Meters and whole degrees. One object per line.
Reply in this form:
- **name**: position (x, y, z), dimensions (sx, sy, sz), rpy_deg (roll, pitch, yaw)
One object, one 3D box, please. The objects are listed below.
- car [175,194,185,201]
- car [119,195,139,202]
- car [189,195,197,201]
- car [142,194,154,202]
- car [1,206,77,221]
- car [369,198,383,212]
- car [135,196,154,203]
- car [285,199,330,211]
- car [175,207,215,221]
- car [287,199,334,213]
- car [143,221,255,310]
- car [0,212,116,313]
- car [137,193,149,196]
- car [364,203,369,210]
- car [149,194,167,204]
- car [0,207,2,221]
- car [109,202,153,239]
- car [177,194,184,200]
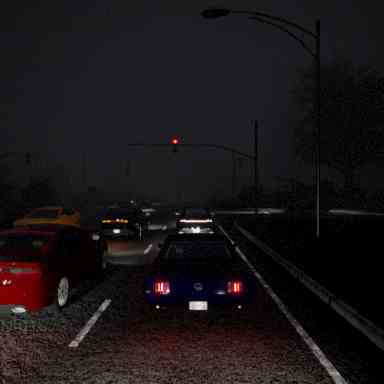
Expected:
- **car**: position (-3.275, 1.532, 84.626), dimensions (2.033, 1.411, 5.357), rpy_deg (0, 0, 0)
- **car**: position (-10.452, 1.547, 53.376), dimensions (2.033, 1.411, 5.357), rpy_deg (0, 0, 0)
- **car**: position (0.225, 1.500, 84.631), dimensions (1.837, 1.490, 4.892), rpy_deg (0, 0, 0)
- **car**: position (-10.296, 1.355, 78.252), dimensions (2.097, 1.767, 4.553), rpy_deg (0, 0, 0)
- **car**: position (-7.058, 1.477, 16.651), dimensions (1.882, 1.535, 5.008), rpy_deg (0, 0, 0)
- **car**: position (22.235, 1.470, 35.629), dimensions (5.008, 1.535, 1.882), rpy_deg (0, 0, 3)
- **car**: position (-6.455, 1.600, 45.451), dimensions (1.895, 1.301, 4.718), rpy_deg (0, 0, -7)
- **car**: position (13.684, 1.526, 39.620), dimensions (4.674, 1.442, 1.812), rpy_deg (0, 0, 5)
- **car**: position (0.154, 1.491, 17.003), dimensions (2.128, 1.511, 4.902), rpy_deg (0, 0, -1)
- **car**: position (12.815, 1.491, 36.166), dimensions (4.902, 1.511, 2.128), rpy_deg (0, 0, 3)
- **car**: position (0.120, 1.601, 7.741), dimensions (1.895, 1.301, 4.718), rpy_deg (0, 0, 0)
- **car**: position (-3.381, 1.478, 7.768), dimensions (1.882, 1.535, 5.008), rpy_deg (0, 0, 0)
- **car**: position (-10.327, 1.223, 67.919), dimensions (2.150, 2.045, 5.566), rpy_deg (0, 0, 0)
- **car**: position (22.860, 1.484, 39.100), dimensions (4.902, 1.511, 2.128), rpy_deg (0, 0, 3)
- **car**: position (-6.853, 1.547, 66.446), dimensions (2.033, 1.411, 5.357), rpy_deg (0, 0, 1)
- **car**: position (-10.552, 1.547, 18.881), dimensions (2.033, 1.411, 5.357), rpy_deg (0, 0, 0)
- **car**: position (-3.356, 1.505, 17.266), dimensions (1.837, 1.490, 4.892), rpy_deg (0, 0, 0)
- **car**: position (-3.207, 1.328, 95.035), dimensions (1.882, 1.535, 5.008), rpy_deg (0, 0, 1)
